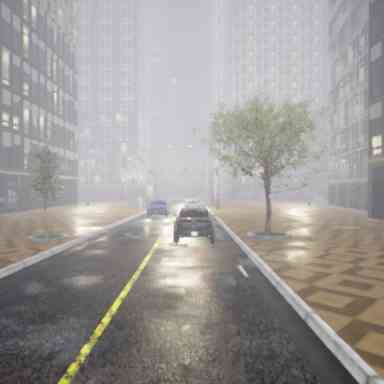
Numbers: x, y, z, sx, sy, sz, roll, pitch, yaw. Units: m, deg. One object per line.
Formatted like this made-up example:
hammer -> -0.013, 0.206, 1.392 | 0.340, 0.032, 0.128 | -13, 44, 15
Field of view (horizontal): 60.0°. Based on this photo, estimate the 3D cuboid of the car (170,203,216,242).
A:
car -> 0.100, 1.485, 16.184 | 1.837, 1.490, 4.892 | 0, 0, 0

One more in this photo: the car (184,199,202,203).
car -> 0.099, 1.496, 34.602 | 1.812, 1.442, 4.674 | 0, 0, 0

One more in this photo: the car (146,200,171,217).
car -> -3.021, 1.450, 30.720 | 1.882, 1.535, 5.008 | 0, 0, 0
